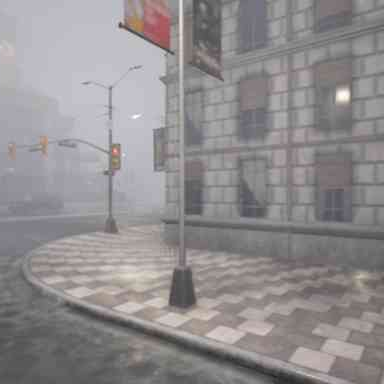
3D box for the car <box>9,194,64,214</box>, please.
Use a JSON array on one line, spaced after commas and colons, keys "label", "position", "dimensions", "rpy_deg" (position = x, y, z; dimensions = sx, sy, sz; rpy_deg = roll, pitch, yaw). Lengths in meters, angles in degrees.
[{"label": "car", "position": [-16.666, 1.283, 36.037], "dimensions": [2.150, 2.045, 5.566], "rpy_deg": [0, 0, 36]}]
